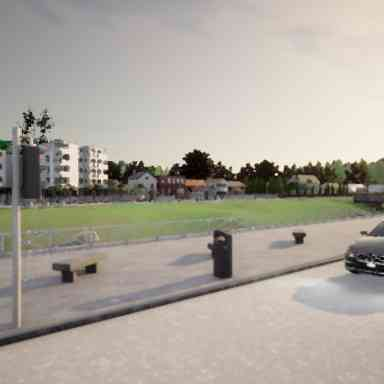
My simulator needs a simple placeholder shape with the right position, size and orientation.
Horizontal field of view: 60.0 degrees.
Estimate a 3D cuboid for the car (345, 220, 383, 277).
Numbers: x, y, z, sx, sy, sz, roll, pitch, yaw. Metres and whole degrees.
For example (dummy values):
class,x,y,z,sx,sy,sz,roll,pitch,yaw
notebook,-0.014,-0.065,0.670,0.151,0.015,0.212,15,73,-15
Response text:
class,x,y,z,sx,sy,sz,roll,pitch,yaw
car,6.230,1.497,9.483,4.892,1.490,1.837,0,0,-38
